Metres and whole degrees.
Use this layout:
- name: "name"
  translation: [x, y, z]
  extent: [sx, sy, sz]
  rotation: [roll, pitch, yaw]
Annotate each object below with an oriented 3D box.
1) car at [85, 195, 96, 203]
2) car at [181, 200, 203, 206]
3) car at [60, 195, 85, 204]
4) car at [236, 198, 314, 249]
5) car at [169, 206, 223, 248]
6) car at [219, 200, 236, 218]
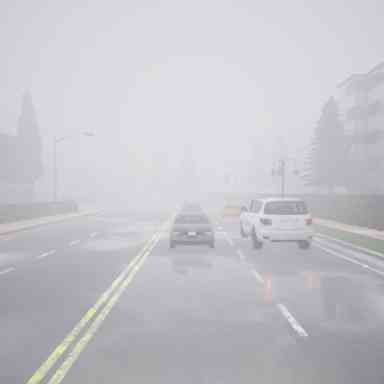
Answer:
- name: "car"
  translation: [-21.436, 1.351, 67.284]
  extent: [4.553, 1.767, 2.097]
  rotation: [0, 0, 38]
- name: "car"
  translation: [0.000, 1.495, 29.650]
  extent: [2.128, 1.511, 4.902]
  rotation: [0, 0, 0]
- name: "car"
  translation: [-23.539, 1.358, 64.444]
  extent: [4.553, 1.767, 2.097]
  rotation: [0, 0, 36]
- name: "car"
  translation: [3.500, 1.258, 14.680]
  extent: [2.150, 2.045, 5.566]
  rotation: [0, 0, 0]
- name: "car"
  translation: [0.000, 1.563, 14.650]
  extent: [2.033, 1.411, 5.357]
  rotation: [0, 0, 0]
- name: "car"
  translation: [3.500, 1.485, 29.650]
  extent: [1.882, 1.535, 5.008]
  rotation: [0, 0, 0]
